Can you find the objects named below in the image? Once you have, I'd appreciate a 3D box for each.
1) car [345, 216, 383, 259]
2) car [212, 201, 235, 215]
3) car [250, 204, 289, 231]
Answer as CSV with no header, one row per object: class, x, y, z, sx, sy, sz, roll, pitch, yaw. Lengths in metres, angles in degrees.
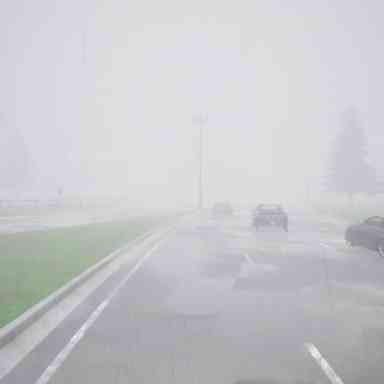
car,7.466,1.568,12.552,1.994,1.385,4.181,0,0,4
car,3.260,1.576,34.161,1.994,1.385,4.181,0,0,12
car,4.709,1.499,20.526,2.128,1.511,4.902,0,0,7
